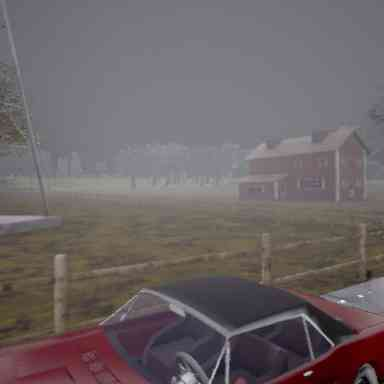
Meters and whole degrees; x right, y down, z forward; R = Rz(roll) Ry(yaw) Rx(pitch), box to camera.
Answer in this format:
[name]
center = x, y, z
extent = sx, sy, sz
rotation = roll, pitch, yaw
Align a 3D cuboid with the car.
[car]
center = -0.023, 1.607, 3.055
extent = 4.718, 1.301, 1.895
rotation = 0, 0, -36
